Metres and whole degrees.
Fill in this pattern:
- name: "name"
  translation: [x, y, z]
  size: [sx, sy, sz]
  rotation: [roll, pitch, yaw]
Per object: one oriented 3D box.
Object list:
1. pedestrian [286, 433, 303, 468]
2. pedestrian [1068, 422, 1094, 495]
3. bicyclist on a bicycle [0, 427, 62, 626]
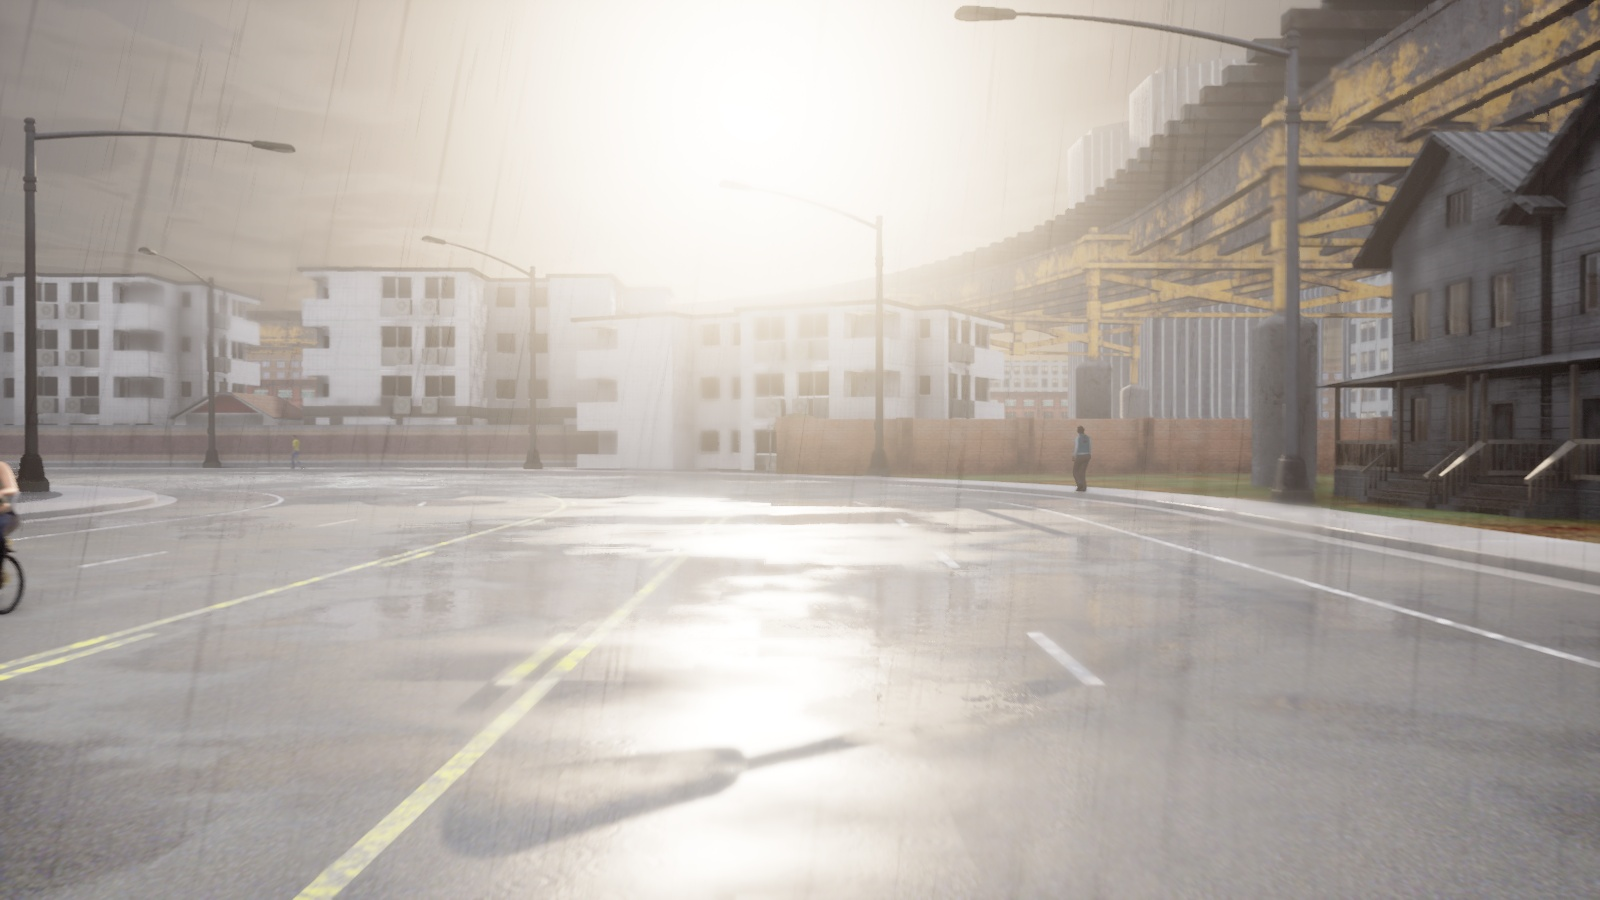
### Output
- name: "pedestrian"
  translation: [-26.385, 0.011, 65.530]
  size: [0.706, 1.836, 0.354]
  rotation: [0, 0, 8]
- name: "pedestrian"
  translation: [7.558, 0.217, 33.748]
  size: [0.396, 1.930, 0.692]
  rotation: [0, 0, -17]
- name: "bicyclist on a bicycle"
  translation: [-6.926, 0.619, 10.278]
  size: [0.866, 1.612, 1.509]
  rotation: [0, 0, 0]
